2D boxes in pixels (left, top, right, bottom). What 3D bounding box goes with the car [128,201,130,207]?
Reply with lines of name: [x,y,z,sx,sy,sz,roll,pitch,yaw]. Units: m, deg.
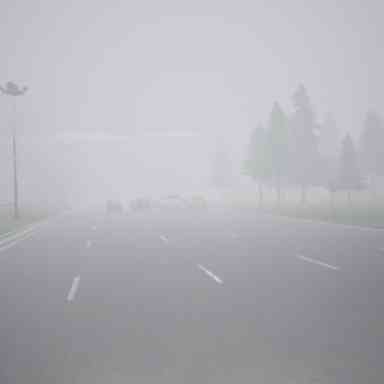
car: [-8.969,1.722,52.449,1.837,1.490,4.892,-1,0,-15]

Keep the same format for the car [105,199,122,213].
car: [-9.744,1.731,41.510,2.128,1.511,4.902,-1,0,-15]

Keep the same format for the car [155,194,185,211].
car: [-2.940,1.287,43.123,2.150,2.045,5.566,-1,0,-15]

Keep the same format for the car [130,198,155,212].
car: [-6.403,1.506,42.555,2.097,1.767,4.553,-1,0,-15]

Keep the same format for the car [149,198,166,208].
car: [-5.599,1.695,53.399,1.994,1.385,4.181,-1,0,-15]

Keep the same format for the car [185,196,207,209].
car: [0.389,1.332,44.237,2.097,1.767,4.553,-1,0,-15]

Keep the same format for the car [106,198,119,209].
car: [-12.360,1.781,51.585,1.882,1.535,5.008,-1,0,-15]

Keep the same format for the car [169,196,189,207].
car: [-2.196,1.535,54.207,2.128,1.511,4.902,-1,0,-15]
